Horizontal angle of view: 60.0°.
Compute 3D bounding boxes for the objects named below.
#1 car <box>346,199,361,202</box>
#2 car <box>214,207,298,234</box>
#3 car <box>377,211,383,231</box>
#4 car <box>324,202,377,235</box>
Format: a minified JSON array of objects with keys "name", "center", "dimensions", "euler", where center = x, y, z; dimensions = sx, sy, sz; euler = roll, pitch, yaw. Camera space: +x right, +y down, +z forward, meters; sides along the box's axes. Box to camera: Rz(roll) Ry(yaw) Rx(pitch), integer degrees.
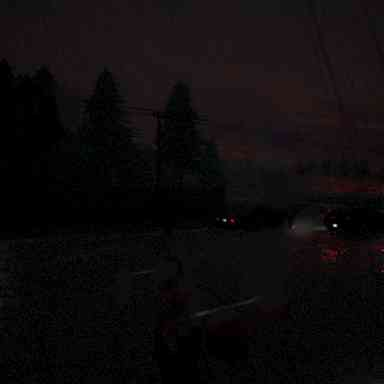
[{"name":"car","center":[17.402,1.576,35.821],"dimensions":[1.837,1.490,4.892],"euler":[1,0,28]},{"name":"car","center":[3.803,1.574,19.361],"dimensions":[5.357,1.411,2.033],"euler":[0,0,-36]},{"name":"car","center":[11.211,1.543,16.049],"dimensions":[4.892,1.490,1.837],"euler":[0,0,-35]},{"name":"car","center":[9.640,1.542,19.228],"dimensions":[4.892,1.490,1.837],"euler":[0,0,-36]}]
